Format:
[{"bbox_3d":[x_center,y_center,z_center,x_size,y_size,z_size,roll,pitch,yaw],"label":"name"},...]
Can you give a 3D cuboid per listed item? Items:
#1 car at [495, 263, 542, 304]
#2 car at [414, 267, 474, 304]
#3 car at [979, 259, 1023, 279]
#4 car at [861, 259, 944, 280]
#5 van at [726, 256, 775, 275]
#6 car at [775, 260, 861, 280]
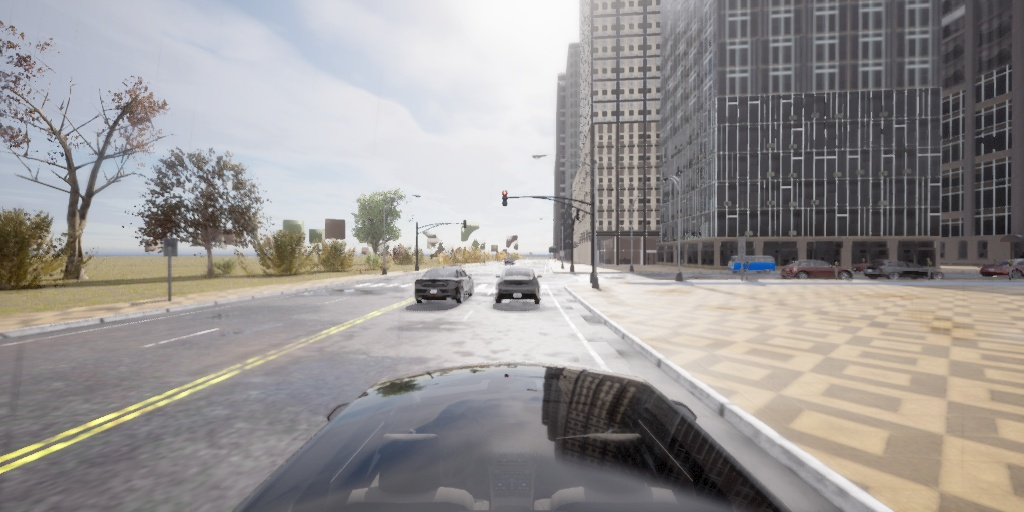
[{"bbox_3d":[0.300,1.263,16.273,1.837,1.490,4.892,0,0,2],"label":"car"},{"bbox_3d":[-2.948,1.231,16.405,1.882,1.535,5.008,0,0,2],"label":"car"},{"bbox_3d":[38.659,0.980,27.196,4.181,1.385,1.994,0,0,6],"label":"car"},{"bbox_3d":[27.833,1.068,25.573,4.313,1.339,1.948,0,0,6],"label":"car"},{"bbox_3d":[23.098,0.853,34.690,3.998,1.789,1.690,0,0,6],"label":"van"},{"bbox_3d":[22.171,0.988,26.116,4.097,1.591,1.967,0,0,6],"label":"car"}]
